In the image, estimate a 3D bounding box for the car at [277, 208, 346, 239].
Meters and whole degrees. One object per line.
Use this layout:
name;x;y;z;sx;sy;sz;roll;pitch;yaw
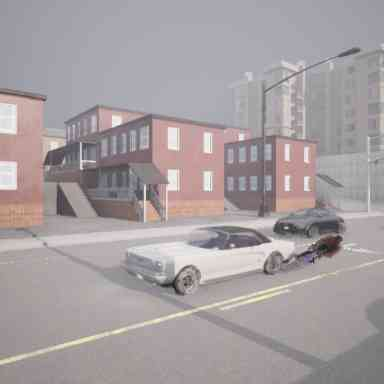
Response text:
car;6.193;1.564;17.385;4.181;1.385;1.994;0;0;-37

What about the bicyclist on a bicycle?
bicyclist on a bicycle;3.440;1.664;9.029;1.656;0.582;1.620;3;-38;-43

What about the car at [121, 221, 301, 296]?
car;0.590;1.606;8.829;4.718;1.301;1.895;0;0;-37
